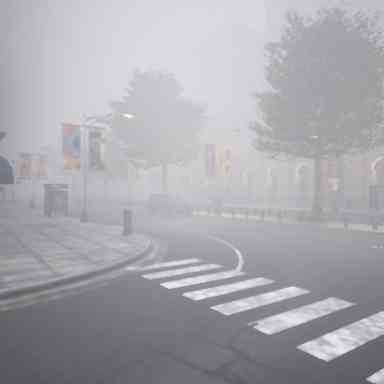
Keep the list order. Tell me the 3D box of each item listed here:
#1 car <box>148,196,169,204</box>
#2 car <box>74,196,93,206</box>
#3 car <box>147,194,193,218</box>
[{"bbox_3d":[-6.303,1.533,62.854,1.895,1.301,4.718,0,0,-35],"label":"car"},{"bbox_3d":[-17.153,1.458,52.519,1.837,1.490,4.892,0,0,-34],"label":"car"},{"bbox_3d":[-2.156,1.191,30.464,2.150,2.045,5.566,0,0,-34],"label":"car"}]
